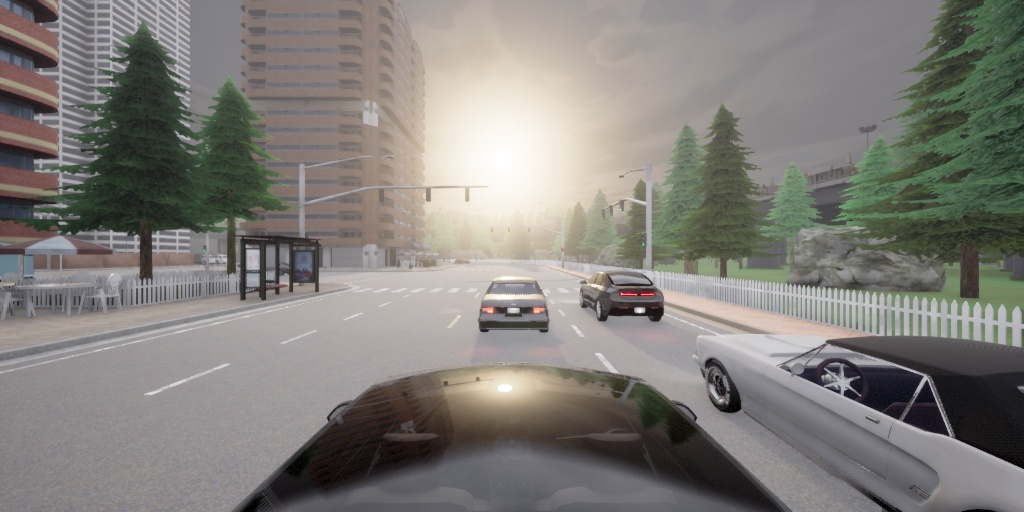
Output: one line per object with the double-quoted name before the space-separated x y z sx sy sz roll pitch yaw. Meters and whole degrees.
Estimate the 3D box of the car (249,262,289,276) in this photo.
"car" -25.130 1.331 37.742 4.674 1.442 1.812 0 0 0

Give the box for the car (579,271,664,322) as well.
"car" 3.565 1.255 12.353 1.837 1.490 4.892 0 0 1

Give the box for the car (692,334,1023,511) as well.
"car" 3.513 1.351 3.090 1.895 1.301 4.718 0 0 1

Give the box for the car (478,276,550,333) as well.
"car" 0.078 1.297 10.764 2.033 1.411 5.357 0 0 1
